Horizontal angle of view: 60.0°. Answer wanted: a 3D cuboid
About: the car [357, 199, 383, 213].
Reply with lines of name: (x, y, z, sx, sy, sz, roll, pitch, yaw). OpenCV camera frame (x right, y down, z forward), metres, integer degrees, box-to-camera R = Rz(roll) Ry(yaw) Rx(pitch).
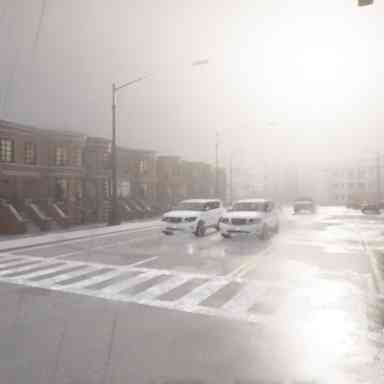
car: (21.787, 1.795, 40.783, 2.033, 1.411, 5.357, -1, -1, 24)

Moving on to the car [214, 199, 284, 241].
car: (3.346, 1.403, 18.239, 2.150, 2.045, 5.566, -1, -1, 25)

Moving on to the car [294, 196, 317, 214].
car: (13.729, 1.550, 40.198, 2.150, 2.045, 5.566, -1, -1, 26)

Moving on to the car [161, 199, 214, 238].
car: (0.251, 1.454, 19.887, 2.150, 2.045, 5.566, -1, -1, 25)

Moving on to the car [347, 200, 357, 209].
car: (25.125, 1.927, 50.637, 1.895, 1.301, 4.718, -1, -1, 8)

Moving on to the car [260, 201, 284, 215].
car: (9.538, 1.889, 39.539, 1.812, 1.442, 4.674, -1, -1, 26)
